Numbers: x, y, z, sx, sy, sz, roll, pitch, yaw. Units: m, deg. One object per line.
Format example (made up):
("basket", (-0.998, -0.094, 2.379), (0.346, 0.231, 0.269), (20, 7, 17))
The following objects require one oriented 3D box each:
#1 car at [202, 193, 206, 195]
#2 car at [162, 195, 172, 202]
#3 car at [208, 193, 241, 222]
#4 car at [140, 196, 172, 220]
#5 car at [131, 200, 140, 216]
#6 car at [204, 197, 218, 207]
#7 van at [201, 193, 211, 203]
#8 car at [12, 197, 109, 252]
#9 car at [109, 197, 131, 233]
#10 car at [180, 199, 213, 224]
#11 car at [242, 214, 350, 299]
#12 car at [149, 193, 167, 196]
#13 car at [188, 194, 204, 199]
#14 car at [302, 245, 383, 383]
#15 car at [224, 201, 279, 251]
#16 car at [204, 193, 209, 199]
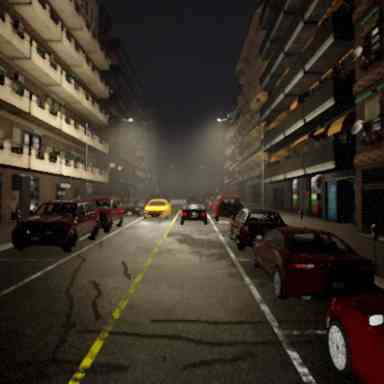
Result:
("car", (2.639, 1.075, 57.890), (2.192, 1.841, 5.009), (1, 0, 0))
("car", (-5.197, 1.319, 69.020), (1.802, 1.307, 4.206), (1, 0, 0))
("car", (2.591, 1.189, 24.701), (2.192, 1.841, 5.009), (1, 0, 0))
("car", (-2.710, 1.342, 26.914), (1.882, 1.535, 5.008), (0, 0, 0))
("car", (-5.253, 1.416, 30.305), (1.947, 1.339, 4.313), (1, 0, 0))
("car", (2.618, 1.372, 46.828), (1.802, 1.307, 4.206), (1, 0, 0))
("van", (2.647, 1.089, 63.421), (1.690, 1.788, 3.998), (1, 0, 0))
("car", (-5.271, 1.243, 13.711), (2.192, 1.841, 5.009), (1, 0, 0))
("car", (-5.263, 1.216, 19.241), (2.192, 1.841, 5.009), (1, 0, 0))
("car", (0.135, 1.426, 23.509), (2.033, 1.411, 5.357), (0, 0, 0))
("car", (2.596, 1.500, 8.109), (1.887, 1.381, 4.507), (1, 0, 0))
("car", (-5.223, 1.105, 46.893), (2.192, 1.841, 5.009), (1, 0, 0))
("car", (0.162, 1.314, 40.859), (1.837, 1.490, 4.892), (0, 0, 0))
("car", (2.588, 1.530, 2.579), (1.887, 1.381, 4.507), (1, 0, 0))
("car", (2.614, 1.368, 13.640), (1.967, 1.590, 4.097), (1, 0, 0))
("car", (2.604, 1.268, 35.765), (1.967, 1.590, 4.097), (1, 0, 0))
